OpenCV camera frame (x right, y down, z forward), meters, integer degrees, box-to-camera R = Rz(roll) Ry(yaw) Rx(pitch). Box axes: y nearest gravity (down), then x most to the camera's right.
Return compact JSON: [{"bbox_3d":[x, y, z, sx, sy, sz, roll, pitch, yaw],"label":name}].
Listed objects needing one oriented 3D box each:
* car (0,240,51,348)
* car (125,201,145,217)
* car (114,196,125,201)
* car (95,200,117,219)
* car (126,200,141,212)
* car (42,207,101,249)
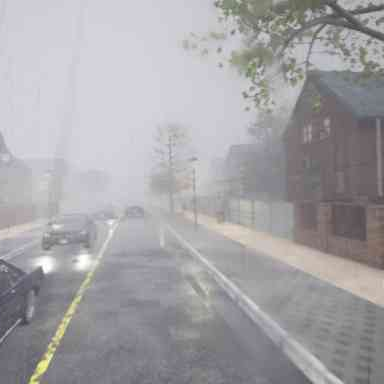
[{"bbox_3d":[-3.495,1.714,4.401,1.895,1.301,4.718,-2,0,-10],"label":"car"},{"bbox_3d":[-5.899,1.678,34.152,1.812,1.442,4.674,-2,0,-10],"label":"car"},{"bbox_3d":[-15.327,1.650,70.752,1.837,1.490,4.892,-2,0,-10],"label":"car"},{"bbox_3d":[-8.302,1.766,31.332,1.812,1.442,4.674,-2,0,-10],"label":"car"},{"bbox_3d":[-7.883,1.825,45.000,1.895,1.301,4.718,-2,0,-10],"label":"car"},{"bbox_3d":[-5.468,1.687,15.335,1.812,1.442,4.674,-2,0,-11],"label":"car"}]
